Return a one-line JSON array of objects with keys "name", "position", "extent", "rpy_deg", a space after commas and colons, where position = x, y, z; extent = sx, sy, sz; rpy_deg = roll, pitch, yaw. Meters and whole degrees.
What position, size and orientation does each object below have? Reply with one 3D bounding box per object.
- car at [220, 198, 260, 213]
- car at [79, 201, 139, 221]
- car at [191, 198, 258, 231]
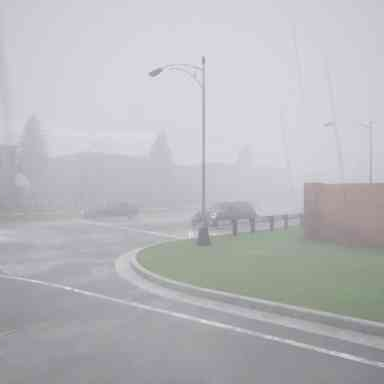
[{"name": "car", "position": [5.603, 1.477, 38.439], "extent": [5.008, 1.535, 1.882], "rpy_deg": [0, 0, -42]}, {"name": "car", "position": [-6.666, 1.492, 27.199], "extent": [4.902, 1.511, 2.128], "rpy_deg": [0, 0, -42]}, {"name": "car", "position": [2.064, 1.352, 20.956], "extent": [4.553, 1.767, 2.097], "rpy_deg": [0, 0, -42]}]
